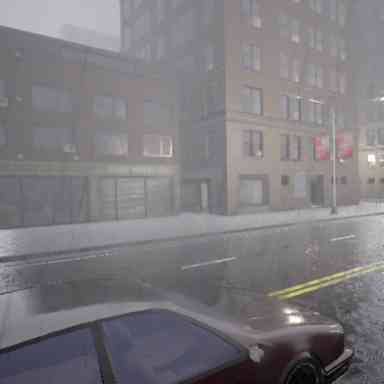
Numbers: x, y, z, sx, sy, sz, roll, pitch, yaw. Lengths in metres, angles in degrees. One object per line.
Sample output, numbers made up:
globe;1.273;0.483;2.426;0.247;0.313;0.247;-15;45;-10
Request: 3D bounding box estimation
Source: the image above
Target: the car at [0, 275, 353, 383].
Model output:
car;-0.856;1.529;2.828;5.357;1.411;2.033;-1;1;-36
